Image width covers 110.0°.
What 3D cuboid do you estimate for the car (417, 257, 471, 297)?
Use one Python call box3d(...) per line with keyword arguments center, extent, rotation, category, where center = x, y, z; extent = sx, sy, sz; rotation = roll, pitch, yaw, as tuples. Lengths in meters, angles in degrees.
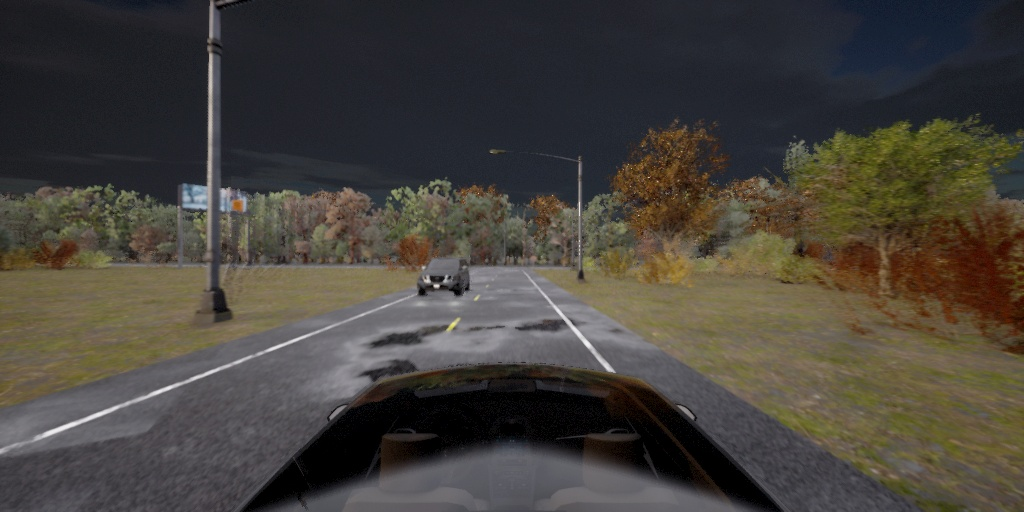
box3d(center=(-3.599, 1.081, 19.900), extent=(2.150, 2.045, 5.566), rotation=(0, 0, 0), category="car")
